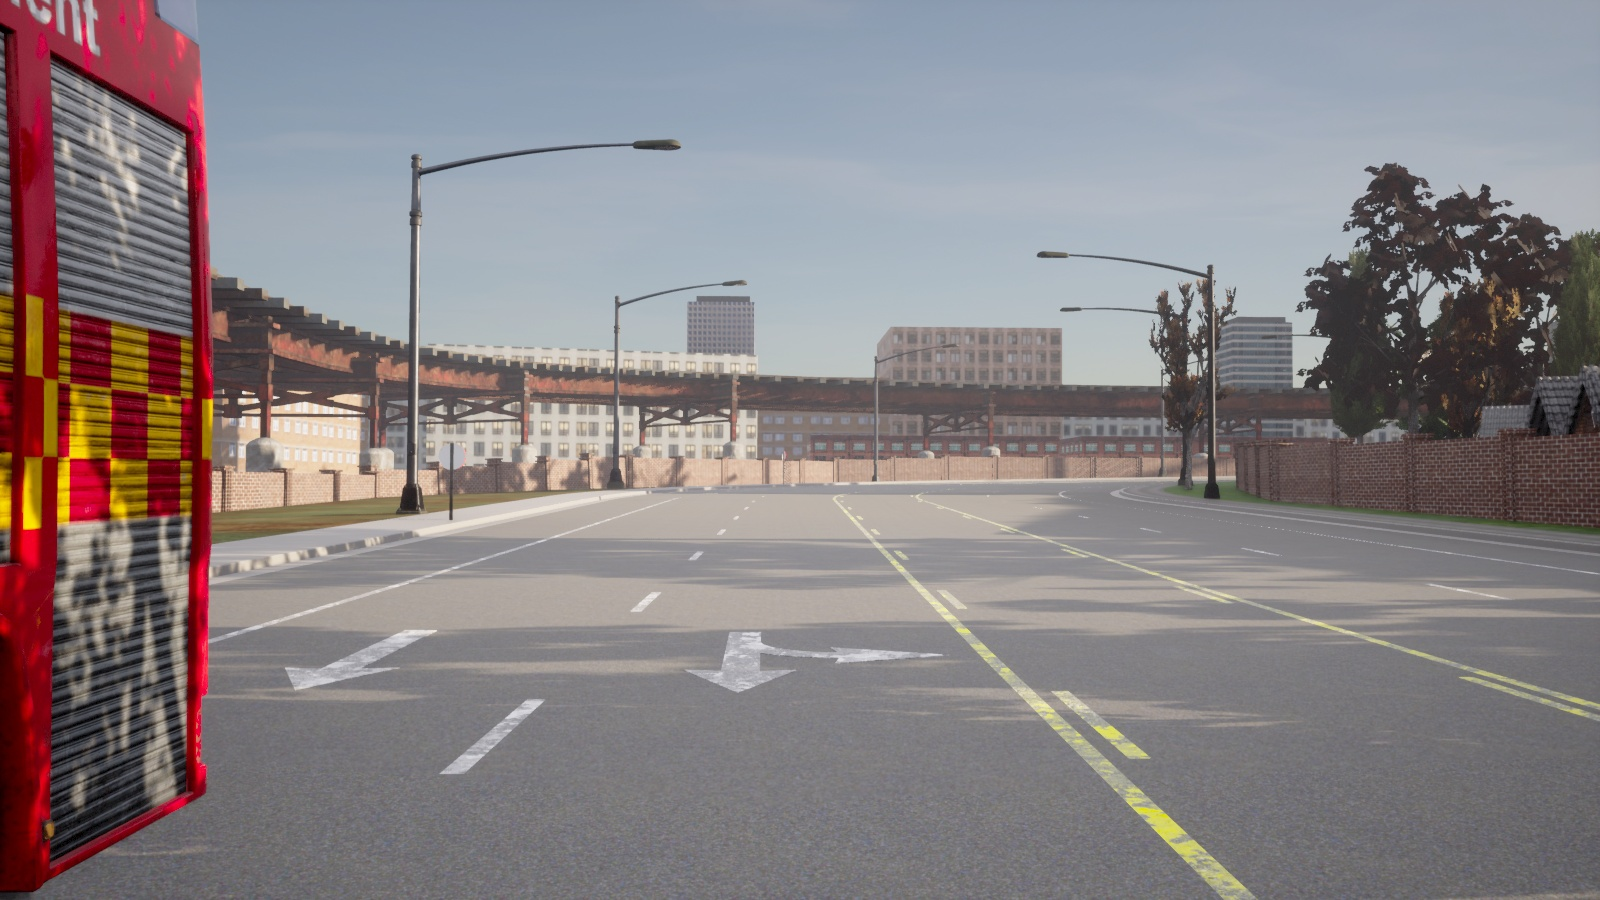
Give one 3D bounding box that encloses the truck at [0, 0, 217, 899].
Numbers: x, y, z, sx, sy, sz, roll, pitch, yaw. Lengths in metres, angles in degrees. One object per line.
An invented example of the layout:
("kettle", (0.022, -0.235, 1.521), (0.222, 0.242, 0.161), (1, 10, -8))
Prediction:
("truck", (-3.504, -0.332, 0.213), (2.891, 3.827, 8.468), (0, -1, 0))
